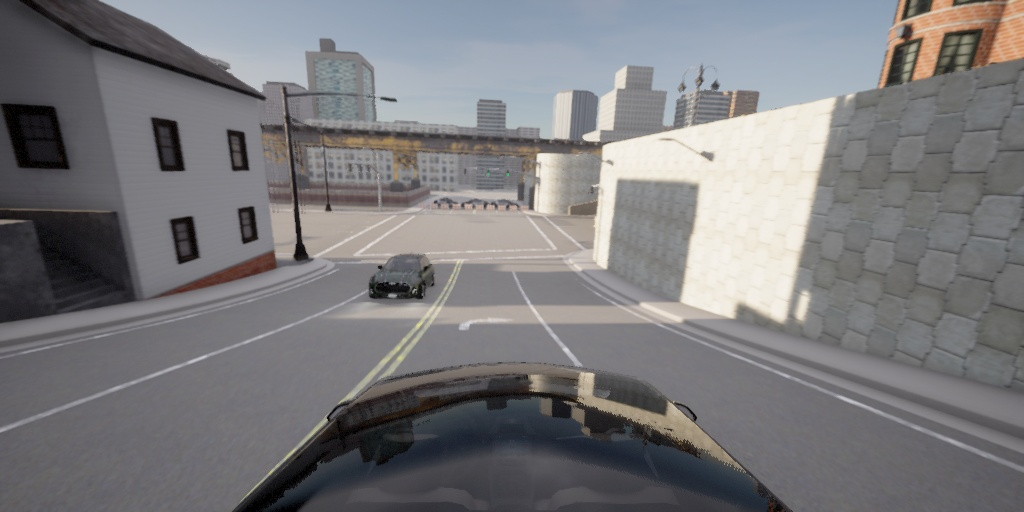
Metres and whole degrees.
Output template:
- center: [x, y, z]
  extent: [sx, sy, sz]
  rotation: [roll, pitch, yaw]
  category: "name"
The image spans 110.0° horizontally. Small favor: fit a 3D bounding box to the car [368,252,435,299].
- center: [-4.709, 0.744, 15.880]
  extent: [2.097, 1.767, 4.553]
  rotation: [1, 5, -4]
  category: "car"
